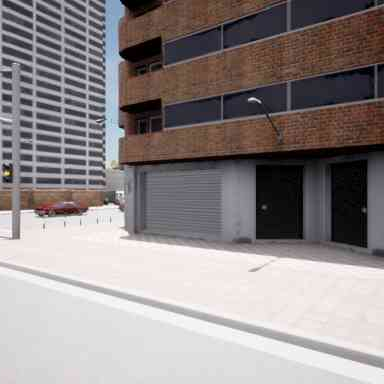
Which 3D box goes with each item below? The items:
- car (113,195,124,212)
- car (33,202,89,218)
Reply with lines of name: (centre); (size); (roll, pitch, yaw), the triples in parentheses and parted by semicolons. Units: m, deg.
car: (-6.398, 1.478, 39.046); (1.882, 1.535, 5.008); (0, 0, 35)
car: (-12.113, 1.601, 30.943); (1.895, 1.301, 4.718); (0, 0, 35)
